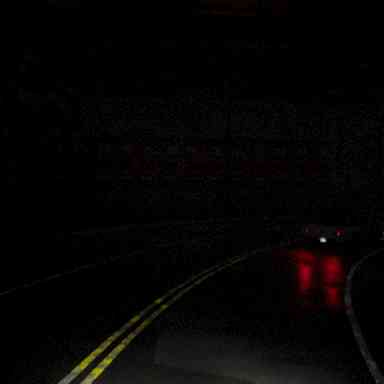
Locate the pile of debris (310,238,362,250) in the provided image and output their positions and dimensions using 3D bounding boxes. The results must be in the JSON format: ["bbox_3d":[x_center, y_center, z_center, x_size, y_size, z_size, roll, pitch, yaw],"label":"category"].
[{"bbox_3d":[6.250,2.229,14.445,1.860,0.140,1.500,0,0,-45],"label":"pile of debris"}]

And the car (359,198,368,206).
[{"bbox_3d":[28.971,1.543,60.267,1.853,1.218,4.536,0,0,-38],"label":"car"}]

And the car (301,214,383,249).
[{"bbox_3d":[6.883,1.659,14.932,4.718,1.301,1.895,1,0,-44],"label":"car"}]

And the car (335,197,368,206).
[{"bbox_3d":[28.937,1.701,60.307,2.038,1.542,4.974,0,0,-38],"label":"car"}]
